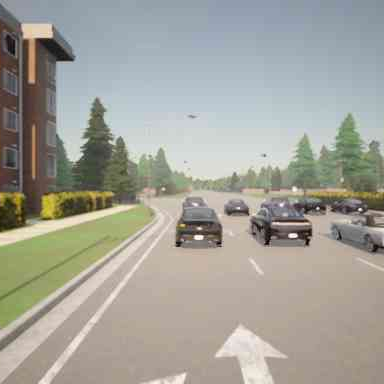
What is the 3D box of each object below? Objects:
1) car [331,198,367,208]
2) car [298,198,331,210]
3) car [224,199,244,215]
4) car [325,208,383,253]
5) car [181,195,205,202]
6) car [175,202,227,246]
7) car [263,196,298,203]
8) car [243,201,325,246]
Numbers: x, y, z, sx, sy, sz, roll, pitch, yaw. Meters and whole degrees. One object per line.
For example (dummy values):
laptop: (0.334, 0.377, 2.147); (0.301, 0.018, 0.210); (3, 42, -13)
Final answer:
car: (14.529, 1.329, 30.981); (1.812, 1.442, 4.674); (0, 0, 1)
car: (11.048, 1.268, 31.565); (1.882, 1.535, 5.008); (0, 0, 1)
car: (4.030, 1.345, 30.522); (1.994, 1.385, 4.181); (0, 0, 1)
car: (7.272, 1.519, 13.251); (1.895, 1.301, 4.718); (0, 0, 1)
car: (0.136, 1.128, 29.886); (2.097, 1.767, 4.553); (0, 0, -3)
car: (0.293, 1.396, 14.595); (1.837, 1.490, 4.892); (0, 1, 1)
car: (7.518, 1.147, 29.778); (2.097, 1.767, 4.553); (0, 0, 1)
car: (3.796, 1.389, 14.782); (2.128, 1.511, 4.902); (0, 0, 1)
